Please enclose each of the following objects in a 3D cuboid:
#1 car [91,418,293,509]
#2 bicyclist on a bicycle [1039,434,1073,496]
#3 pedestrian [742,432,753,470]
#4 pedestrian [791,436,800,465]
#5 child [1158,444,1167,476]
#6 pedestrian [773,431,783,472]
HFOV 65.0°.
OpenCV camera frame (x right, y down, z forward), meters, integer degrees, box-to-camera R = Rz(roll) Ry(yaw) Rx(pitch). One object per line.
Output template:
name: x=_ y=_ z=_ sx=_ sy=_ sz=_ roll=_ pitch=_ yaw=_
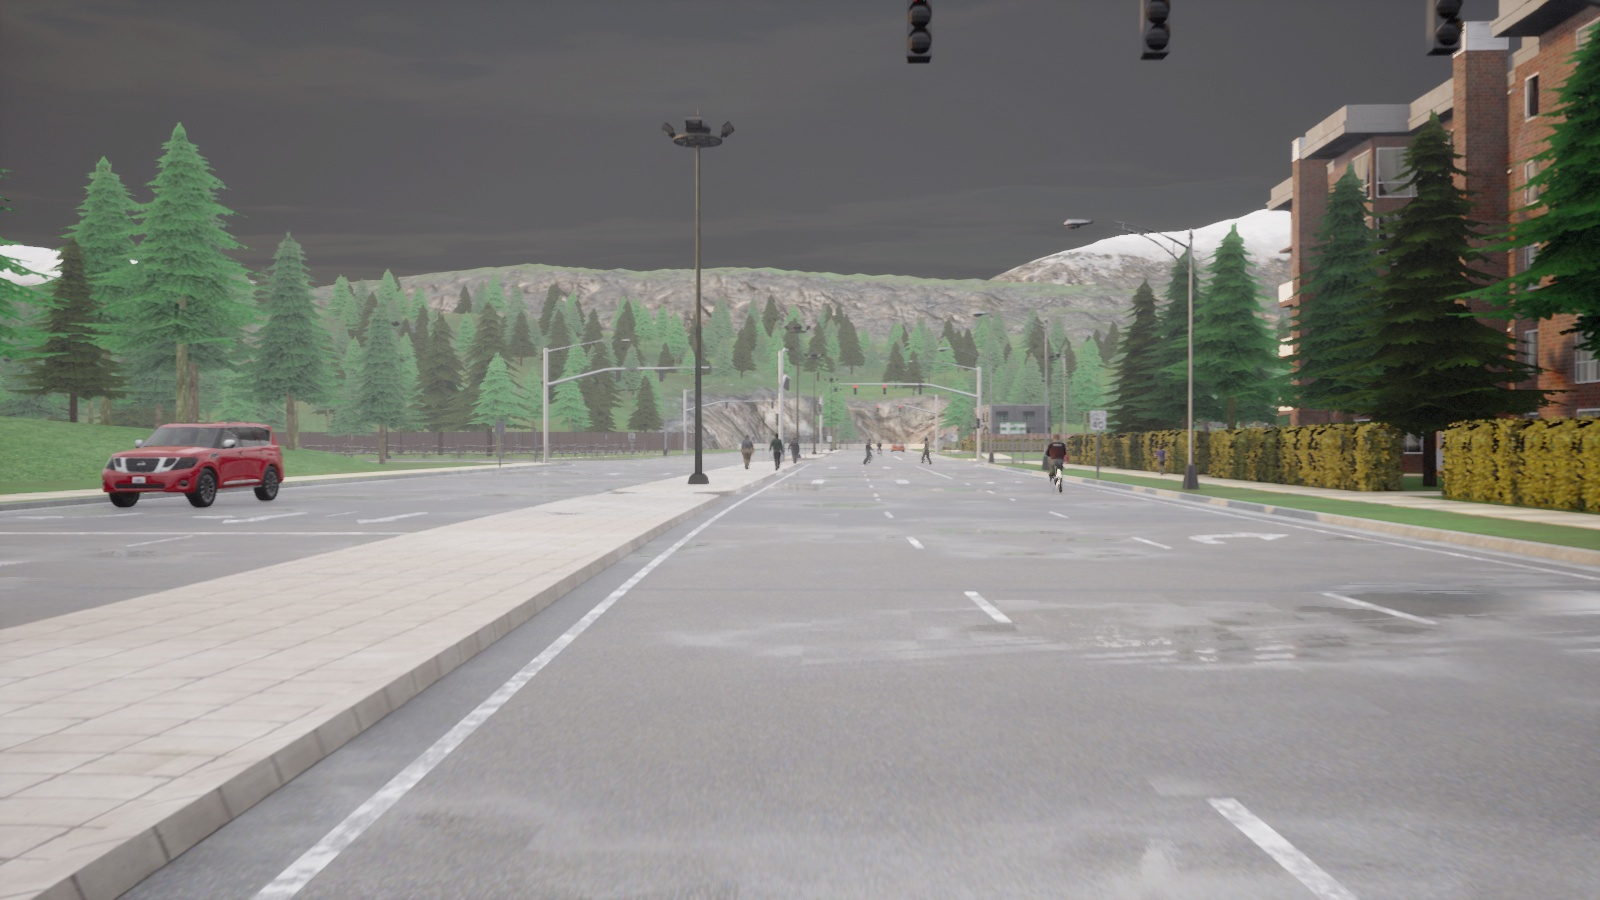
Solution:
car: x=-14.765 y=0.281 z=30.952 sx=2.150 sy=2.045 sz=5.566 roll=0 pitch=0 yaw=2
bicyclist on a bicycle: x=7.463 y=0.415 z=36.656 sx=0.659 sy=1.776 sz=1.843 roll=0 pitch=1 yaw=2
pedestrian: x=-2.600 y=0.049 z=62.513 sx=0.540 sy=1.848 sz=0.694 roll=0 pitch=0 yaw=0
pedestrian: x=-0.308 y=0.041 z=80.798 sx=0.563 sy=1.883 sz=0.849 roll=0 pitch=0 yaw=1
child: x=14.551 y=0.391 z=50.439 sx=0.270 sy=1.263 sz=0.437 roll=0 pitch=0 yaw=3
pedestrian: x=-1.057 y=0.065 z=59.836 sx=0.423 sy=1.949 sz=0.788 roll=0 pitch=0 yaw=4
